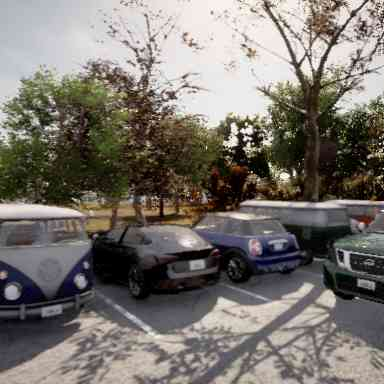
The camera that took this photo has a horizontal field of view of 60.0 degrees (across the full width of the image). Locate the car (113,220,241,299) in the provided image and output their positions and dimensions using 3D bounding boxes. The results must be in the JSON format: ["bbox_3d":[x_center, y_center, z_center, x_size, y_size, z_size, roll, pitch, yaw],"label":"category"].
[{"bbox_3d":[-1.242,1.546,8.740,2.163,1.488,4.792,1,0,-36],"label":"car"}]

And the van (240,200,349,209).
[{"bbox_3d":[3.308,1.344,12.085,1.878,1.987,4.442,1,0,-35],"label":"van"}]

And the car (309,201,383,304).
[{"bbox_3d":[5.325,1.302,7.476,5.566,2.045,2.150,1,0,-35],"label":"car"}]

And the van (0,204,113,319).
[{"bbox_3d":[-3.455,1.263,6.980,1.878,1.987,4.442,1,0,-35],"label":"van"}]

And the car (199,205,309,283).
[{"bbox_3d":[0.993,1.416,10.254,2.185,1.767,4.553,1,0,-35],"label":"car"}]

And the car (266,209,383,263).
[{"bbox_3d":[5.672,1.597,13.632,2.231,1.521,4.892,1,0,-35],"label":"car"}]

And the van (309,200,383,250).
[{"bbox_3d":[7.912,1.397,15.361,1.878,1.987,4.442,1,0,-35],"label":"van"}]

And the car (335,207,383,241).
[{"bbox_3d":[10.171,1.649,16.834,2.097,1.535,5.008,1,0,-35],"label":"car"}]

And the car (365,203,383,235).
[{"bbox_3d":[12.456,1.550,18.494,2.185,1.767,4.553,1,0,-35],"label":"car"}]
